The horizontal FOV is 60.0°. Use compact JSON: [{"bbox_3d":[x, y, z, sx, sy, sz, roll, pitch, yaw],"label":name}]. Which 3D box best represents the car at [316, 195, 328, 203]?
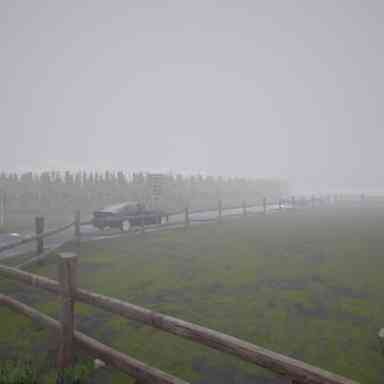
[{"bbox_3d":[19.964,1.088,51.834,1.895,1.301,4.718,-1,0,35],"label":"car"}]

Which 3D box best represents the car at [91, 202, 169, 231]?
[{"bbox_3d":[-3.367,1.323,19.056,1.882,1.535,5.008,-1,0,35],"label":"car"}]

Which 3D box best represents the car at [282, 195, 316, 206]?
[{"bbox_3d":[14.023,1.070,43.403,2.128,1.511,4.902,-1,0,36],"label":"car"}]
